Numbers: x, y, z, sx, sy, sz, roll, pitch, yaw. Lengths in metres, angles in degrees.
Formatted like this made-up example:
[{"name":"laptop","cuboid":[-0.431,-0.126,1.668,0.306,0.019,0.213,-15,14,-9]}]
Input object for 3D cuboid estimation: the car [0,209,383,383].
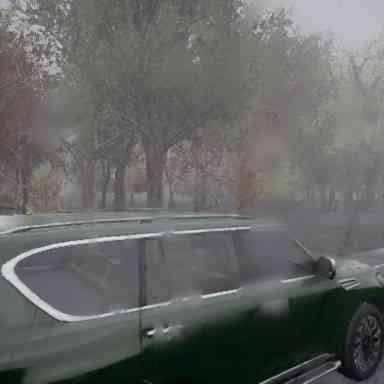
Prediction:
[{"name":"car","cuboid":[0.055,1.222,3.787,5.566,2.045,2.150,0,0,-36]}]
